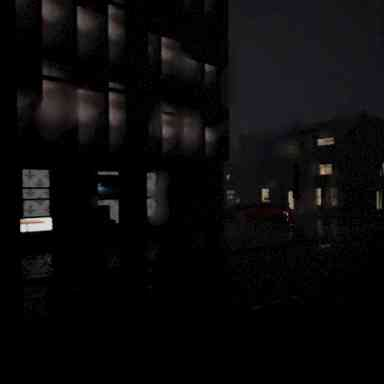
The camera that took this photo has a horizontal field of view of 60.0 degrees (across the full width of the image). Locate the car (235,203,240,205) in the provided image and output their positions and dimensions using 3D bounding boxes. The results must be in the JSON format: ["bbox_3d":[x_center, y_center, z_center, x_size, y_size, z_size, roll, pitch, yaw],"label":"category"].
[{"bbox_3d":[5.353,1.928,38.226,2.008,1.369,4.403,-2,0,-37],"label":"car"}]

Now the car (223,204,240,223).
[{"bbox_3d":[1.741,1.940,28.628,1.947,1.339,4.313,-2,0,-37],"label":"car"}]

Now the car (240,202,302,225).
[{"bbox_3d":[6.511,1.634,26.822,2.097,1.767,4.553,-1,-1,-37],"label":"car"}]
